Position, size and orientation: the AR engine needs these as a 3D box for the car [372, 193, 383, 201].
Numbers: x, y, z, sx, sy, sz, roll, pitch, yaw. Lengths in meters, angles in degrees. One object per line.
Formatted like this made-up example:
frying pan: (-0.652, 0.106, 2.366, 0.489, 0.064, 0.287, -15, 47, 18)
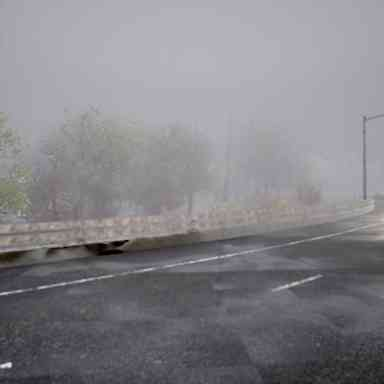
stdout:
car: (38.033, 0.994, 67.426, 1.837, 1.490, 4.892, 0, 0, 12)
